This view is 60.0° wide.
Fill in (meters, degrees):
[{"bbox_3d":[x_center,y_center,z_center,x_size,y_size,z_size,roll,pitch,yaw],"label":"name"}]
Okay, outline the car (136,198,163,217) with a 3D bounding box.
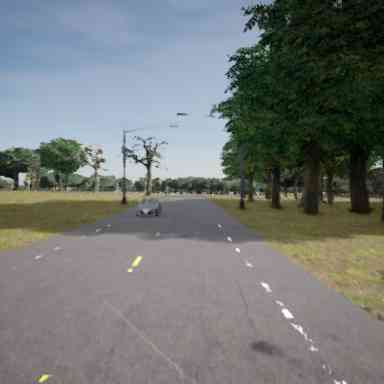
[{"bbox_3d":[-3.605,1.275,28.480,2.128,1.511,4.902,0,1,0],"label":"car"}]
